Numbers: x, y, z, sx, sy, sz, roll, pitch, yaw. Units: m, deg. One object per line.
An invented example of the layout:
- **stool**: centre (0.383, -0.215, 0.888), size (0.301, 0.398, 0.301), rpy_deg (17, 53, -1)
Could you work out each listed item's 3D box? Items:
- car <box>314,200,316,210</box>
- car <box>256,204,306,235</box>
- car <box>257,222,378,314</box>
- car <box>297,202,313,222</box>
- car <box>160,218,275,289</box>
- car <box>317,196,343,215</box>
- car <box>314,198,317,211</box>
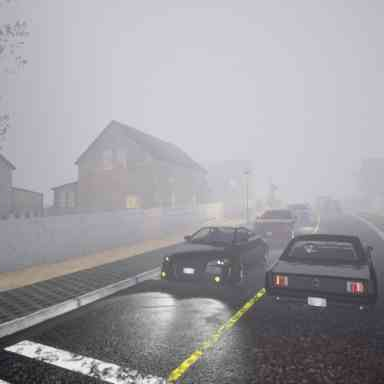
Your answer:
- **car**: centre (12.030, 1.827, 35.938), size (2.033, 1.411, 5.357), rpy_deg (-2, -1, 20)
- **car**: centre (4.557, 1.631, 17.468), size (1.882, 1.535, 5.008), rpy_deg (-2, -1, 24)
- **car**: centre (3.174, 1.630, 7.771), size (1.895, 1.301, 4.718), rpy_deg (-2, -1, 27)
- **car**: centre (8.351, 1.680, 26.328), size (1.882, 1.535, 5.008), rpy_deg (-2, -1, 22)
- **car**: centre (0.819, 1.687, 9.631), size (1.994, 1.385, 4.181), rpy_deg (-2, -1, 27)
- **car**: centre (15.347, 1.575, 36.842), size (2.097, 1.767, 4.553), rpy_deg (-2, -1, 19)
- **car**: centre (18.266, 1.554, 46.158), size (2.150, 2.045, 5.566), rpy_deg (-1, -1, 16)
